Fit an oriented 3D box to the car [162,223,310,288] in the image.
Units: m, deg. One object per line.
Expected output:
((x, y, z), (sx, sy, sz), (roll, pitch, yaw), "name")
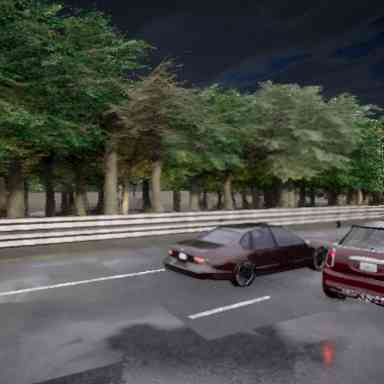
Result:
((1.831, 1.585, 9.352), (5.357, 1.411, 2.033), (0, 0, -35), "car")

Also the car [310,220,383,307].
((4.932, 1.395, 7.269), (4.553, 1.767, 2.097), (0, 0, -35), "car")
